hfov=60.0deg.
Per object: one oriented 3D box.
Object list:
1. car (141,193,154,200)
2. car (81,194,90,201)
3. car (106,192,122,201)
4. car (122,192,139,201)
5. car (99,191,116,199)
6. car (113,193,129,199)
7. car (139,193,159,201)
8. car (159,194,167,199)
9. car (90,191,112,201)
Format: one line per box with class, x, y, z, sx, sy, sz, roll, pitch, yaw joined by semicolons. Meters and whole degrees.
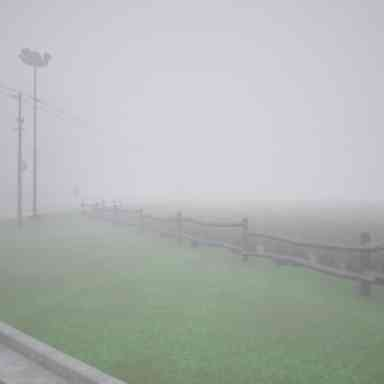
car;-10.898;1.056;81.824;1.882;1.535;5.008;0;0;10
car;-22.984;1.230;73.983;1.812;1.442;4.674;0;0;10
car;-16.194;1.233;72.192;1.837;1.490;4.892;0;0;10
car;-12.749;1.225;71.570;1.882;1.535;5.008;0;0;10
car;-21.224;0.761;83.718;2.150;2.045;5.566;0;0;10
car;-17.787;1.090;83.068;2.033;1.411;5.357;0;0;10
car;-9.231;1.324;71.359;1.994;1.385;4.181;0;0;10
car;-7.454;1.132;81.202;2.033;1.411;5.357;0;0;10
car;-19.638;1.197;72.814;1.882;1.535;5.008;0;0;10
